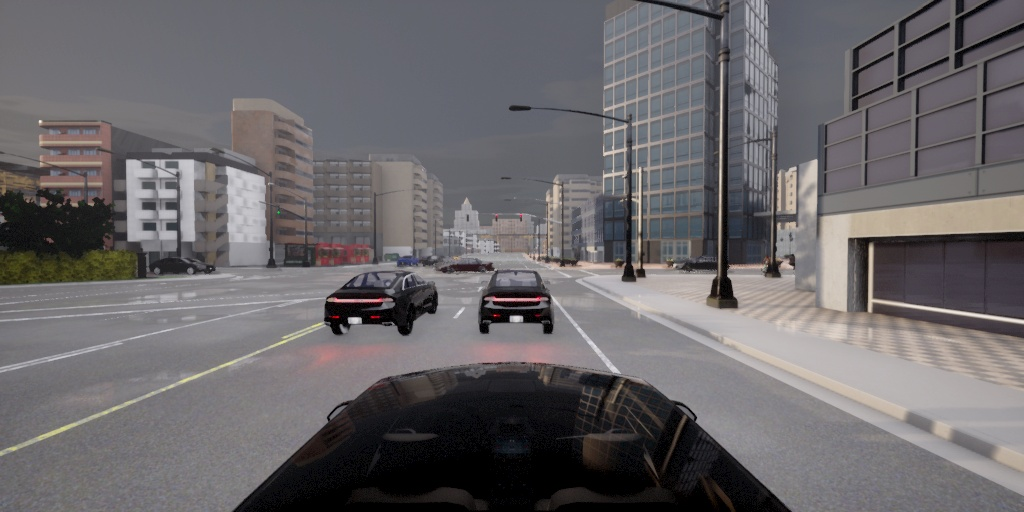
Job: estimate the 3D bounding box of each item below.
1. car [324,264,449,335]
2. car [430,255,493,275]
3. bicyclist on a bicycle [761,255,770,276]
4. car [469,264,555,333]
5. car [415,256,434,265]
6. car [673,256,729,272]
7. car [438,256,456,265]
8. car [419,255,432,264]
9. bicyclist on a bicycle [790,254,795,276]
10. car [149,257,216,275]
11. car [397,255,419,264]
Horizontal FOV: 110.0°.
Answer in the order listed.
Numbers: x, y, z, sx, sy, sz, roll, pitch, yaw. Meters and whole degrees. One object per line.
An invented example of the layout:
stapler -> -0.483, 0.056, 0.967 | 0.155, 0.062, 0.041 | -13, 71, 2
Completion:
car -> -3.390, 1.154, 10.175 | 2.128, 1.511, 4.902 | 0, 1, 0
car -> -4.288, 0.890, 32.453 | 5.357, 1.411, 2.033 | 0, 1, -27
bicyclist on a bicycle -> 19.195, 0.717, 26.861 | 1.656, 1.620, 0.582 | -1, 1, -23
car -> 0.113, 1.153, 10.369 | 2.128, 1.511, 4.902 | 0, 1, 0
car -> -13.982, 0.675, 57.512 | 1.994, 1.385, 4.181 | 0, 0, 1
car -> 18.135, 0.771, 34.527 | 4.902, 1.511, 2.128 | 0, 1, 1
car -> -10.486, 0.709, 58.172 | 1.895, 1.301, 4.718 | 0, 0, 1
car -> -10.508, 0.644, 47.878 | 1.882, 1.535, 5.008 | 0, 0, 0
bicyclist on a bicycle -> 21.132, 0.653, 26.647 | 1.656, 1.620, 0.582 | -20, -6, -26
car -> -28.710, 0.858, 31.295 | 4.892, 1.490, 1.837 | 0, 1, 1
car -> -14.002, 0.638, 48.433 | 1.882, 1.535, 5.008 | 0, 0, 0
